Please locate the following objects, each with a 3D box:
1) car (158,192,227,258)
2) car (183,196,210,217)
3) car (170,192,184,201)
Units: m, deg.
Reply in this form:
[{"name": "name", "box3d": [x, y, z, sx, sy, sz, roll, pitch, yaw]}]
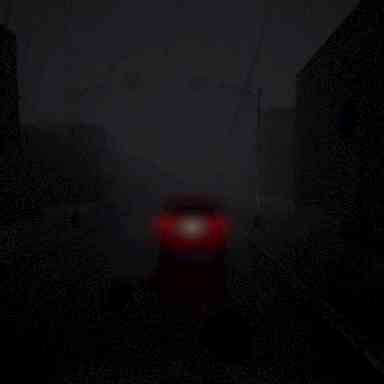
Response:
[{"name": "car", "box3d": [0.046, 1.091, 12.299, 2.150, 2.045, 5.566, 0, 1, 1]}, {"name": "car", "box3d": [0.461, 1.123, 28.323, 2.128, 1.511, 4.902, 0, 1, 3]}, {"name": "car", "box3d": [-2.577, 0.727, 58.345, 2.033, 1.411, 5.357, 0, 1, 1]}]
